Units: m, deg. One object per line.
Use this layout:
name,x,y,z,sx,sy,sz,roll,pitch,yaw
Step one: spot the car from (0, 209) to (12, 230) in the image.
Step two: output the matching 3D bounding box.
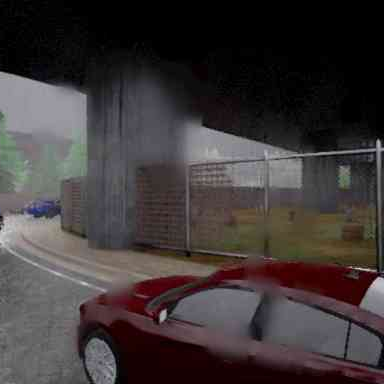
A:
car,-12.811,1.736,20.248,2.128,1.511,4.902,-1,0,-19

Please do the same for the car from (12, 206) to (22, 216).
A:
car,-18.351,1.917,38.412,1.837,1.490,4.892,-1,-1,34

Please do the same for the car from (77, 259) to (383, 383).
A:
car,0.802,1.492,3.520,5.008,1.535,1.882,-1,0,37

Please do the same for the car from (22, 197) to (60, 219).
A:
car,-13.350,1.555,33.115,2.150,2.045,5.566,-1,0,33

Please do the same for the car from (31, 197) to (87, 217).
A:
car,-14.816,1.595,37.411,2.150,2.045,5.566,-1,0,35
